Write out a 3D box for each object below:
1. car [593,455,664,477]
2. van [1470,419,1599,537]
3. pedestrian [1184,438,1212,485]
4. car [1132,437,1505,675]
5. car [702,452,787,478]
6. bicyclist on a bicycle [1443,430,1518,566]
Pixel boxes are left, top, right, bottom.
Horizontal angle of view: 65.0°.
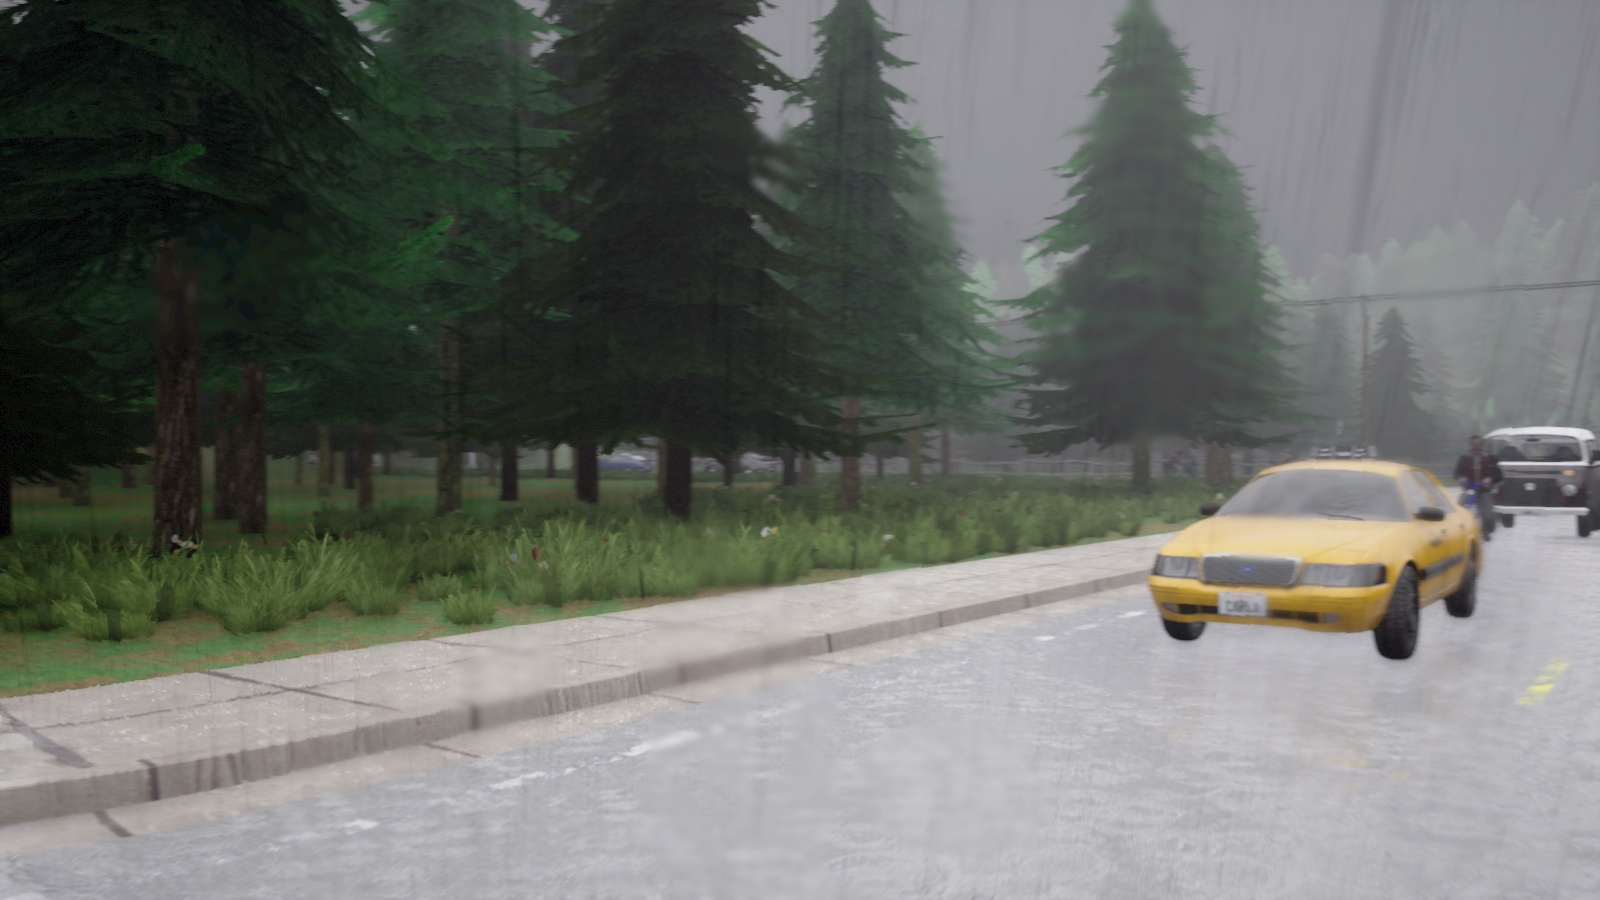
[{"bbox_3d":[-11.312,1.028,82.547,4.674,1.442,1.812,0,0,37],"label":"car"},{"bbox_3d":[14.359,0.494,24.058,2.069,2.038,4.480,0,0,36],"label":"van"},{"bbox_3d":[16.205,0.464,51.127,0.900,1.855,0.874,0,0,31],"label":"pedestrian"},{"bbox_3d":[4.799,0.708,11.037,1.801,1.575,5.366,0,0,36],"label":"car"},{"bbox_3d":[-3.399,0.912,76.506,4.902,1.511,2.128,0,0,37],"label":"car"},{"bbox_3d":[9.386,0.639,17.283,0.659,1.776,1.843,0,-1,36],"label":"bicyclist on a bicycle"}]
